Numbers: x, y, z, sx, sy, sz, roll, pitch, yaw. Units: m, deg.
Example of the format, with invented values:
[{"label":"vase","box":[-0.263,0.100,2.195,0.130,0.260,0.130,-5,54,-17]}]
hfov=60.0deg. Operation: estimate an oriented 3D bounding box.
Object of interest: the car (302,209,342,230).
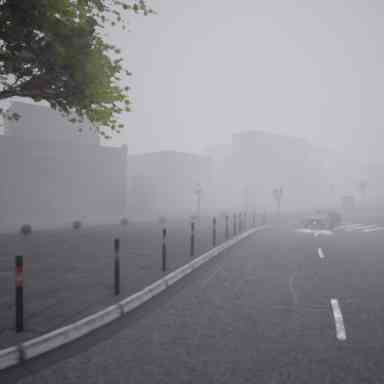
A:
[{"label":"car","box":[9.473,1.908,24.152,1.994,1.385,4.181,-1,0,36]}]
